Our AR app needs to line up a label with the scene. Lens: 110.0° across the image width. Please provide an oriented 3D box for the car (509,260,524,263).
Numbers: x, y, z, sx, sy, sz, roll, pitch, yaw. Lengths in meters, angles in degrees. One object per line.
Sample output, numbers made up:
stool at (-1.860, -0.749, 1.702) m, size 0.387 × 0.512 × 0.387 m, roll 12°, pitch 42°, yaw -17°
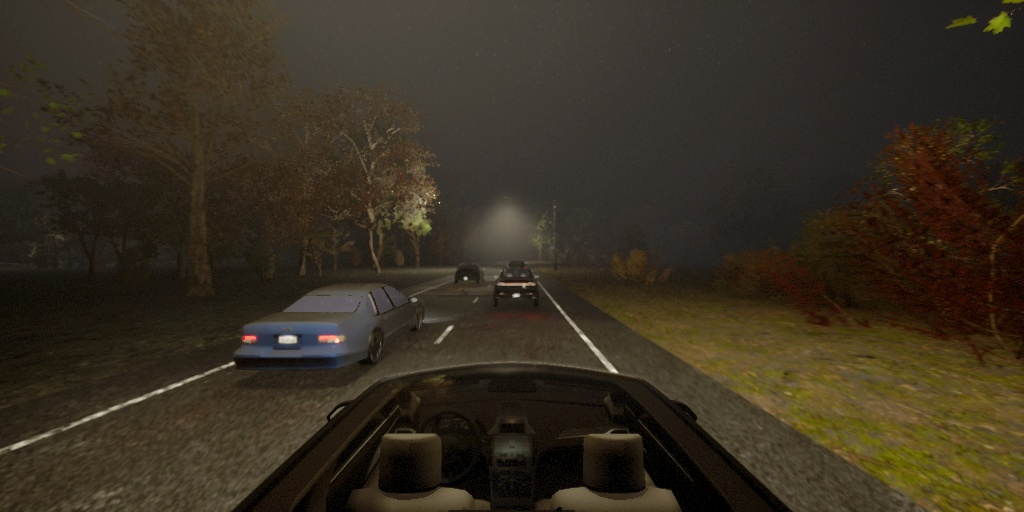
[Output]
car at (0.476, 1.128, 34.786) m, size 2.097 × 1.767 × 4.553 m, roll 0°, pitch 0°, yaw 1°

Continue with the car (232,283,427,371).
car at (-3.376, 1.313, 7.932) m, size 2.033 × 1.411 × 5.357 m, roll 0°, pitch 0°, yaw 0°

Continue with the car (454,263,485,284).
car at (-3.139, 1.285, 26.987) m, size 1.837 × 1.490 × 4.892 m, roll 0°, pitch 0°, yaw 1°

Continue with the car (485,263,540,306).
car at (0.189, 1.254, 15.688) m, size 2.128 × 1.511 × 4.902 m, roll 0°, pitch 0°, yaw 1°
